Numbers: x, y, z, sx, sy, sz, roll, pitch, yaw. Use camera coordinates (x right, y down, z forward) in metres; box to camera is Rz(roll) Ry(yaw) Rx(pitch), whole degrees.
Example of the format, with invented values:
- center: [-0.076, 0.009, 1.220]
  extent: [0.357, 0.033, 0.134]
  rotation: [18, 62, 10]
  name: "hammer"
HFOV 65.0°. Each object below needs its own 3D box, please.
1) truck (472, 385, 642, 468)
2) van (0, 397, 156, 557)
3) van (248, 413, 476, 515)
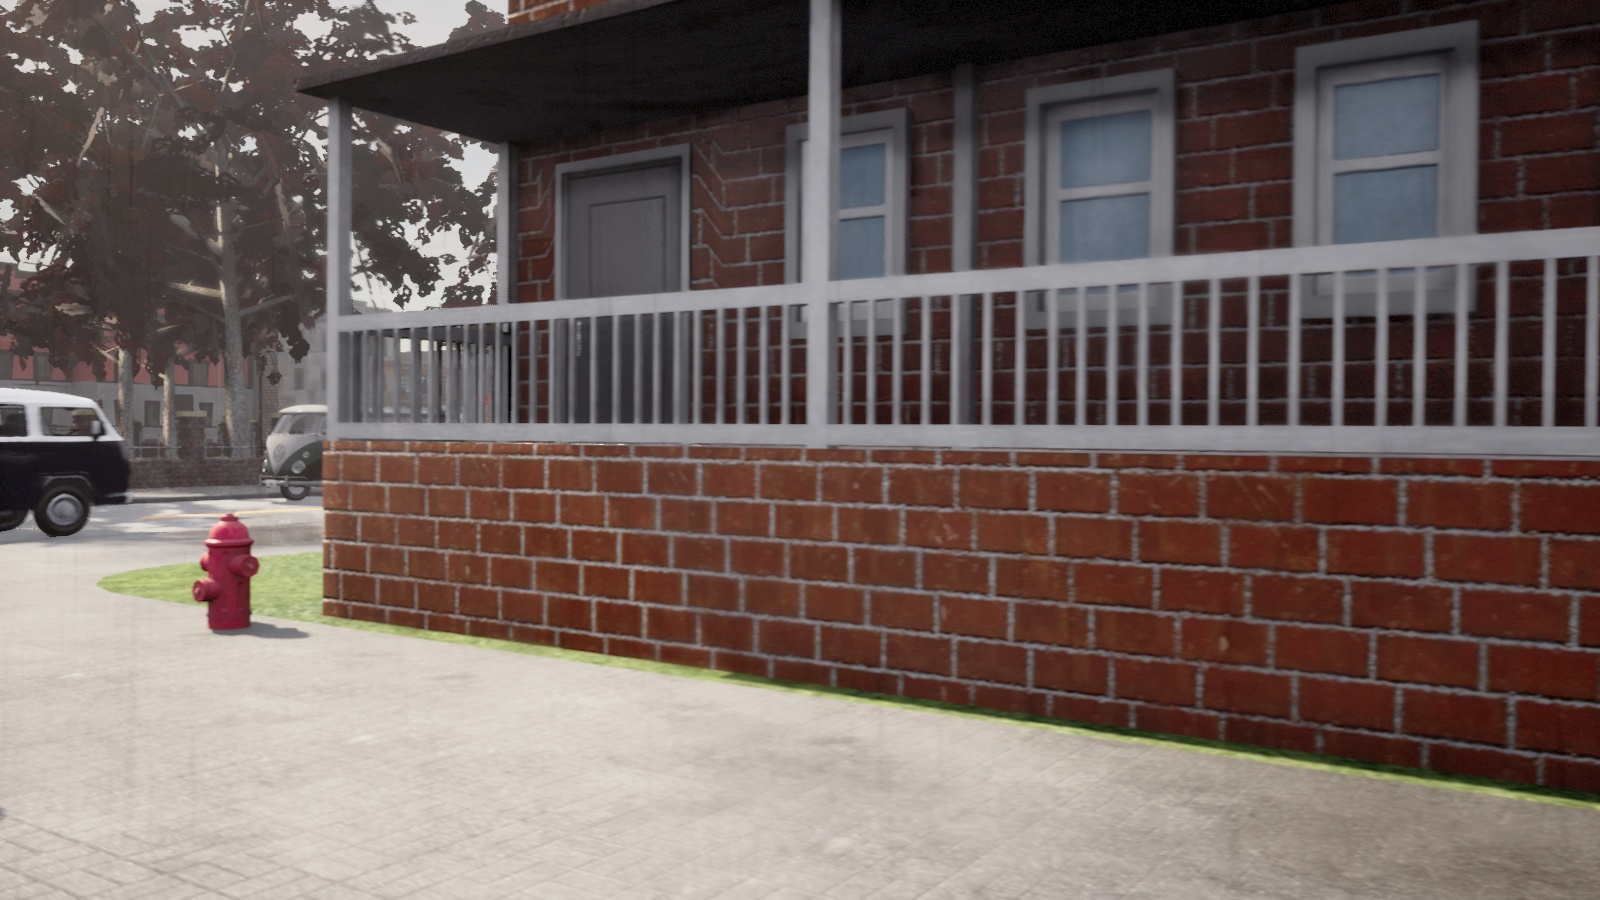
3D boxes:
- center: [-11.988, -1.106, 61.565]
  extent: [8.468, 3.827, 2.891]
  rotation: [0, 1, 32]
  name: "truck"
- center: [-11.163, 0.357, 16.373]
  extent: [2.069, 2.038, 4.480]
  rotation: [0, 1, 30]
  name: "van"
- center: [-9.188, 0.232, 26.748]
  extent: [1.775, 1.987, 4.442]
  rotation: [0, 1, 31]
  name: "van"
